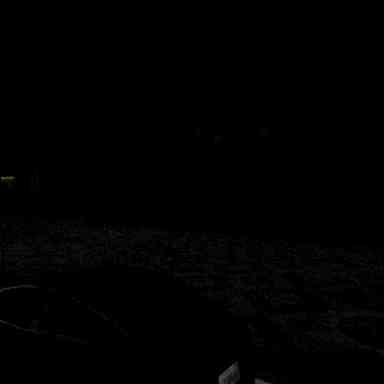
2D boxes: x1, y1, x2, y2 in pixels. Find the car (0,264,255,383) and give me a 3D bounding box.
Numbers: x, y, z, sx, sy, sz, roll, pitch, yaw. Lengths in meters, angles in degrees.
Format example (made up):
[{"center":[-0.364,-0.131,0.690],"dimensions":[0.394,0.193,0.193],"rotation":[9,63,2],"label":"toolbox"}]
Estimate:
[{"center":[-1.384,1.567,3.951],"dimensions":[4.313,1.339,1.947],"rotation":[0,0,35],"label":"car"}]
